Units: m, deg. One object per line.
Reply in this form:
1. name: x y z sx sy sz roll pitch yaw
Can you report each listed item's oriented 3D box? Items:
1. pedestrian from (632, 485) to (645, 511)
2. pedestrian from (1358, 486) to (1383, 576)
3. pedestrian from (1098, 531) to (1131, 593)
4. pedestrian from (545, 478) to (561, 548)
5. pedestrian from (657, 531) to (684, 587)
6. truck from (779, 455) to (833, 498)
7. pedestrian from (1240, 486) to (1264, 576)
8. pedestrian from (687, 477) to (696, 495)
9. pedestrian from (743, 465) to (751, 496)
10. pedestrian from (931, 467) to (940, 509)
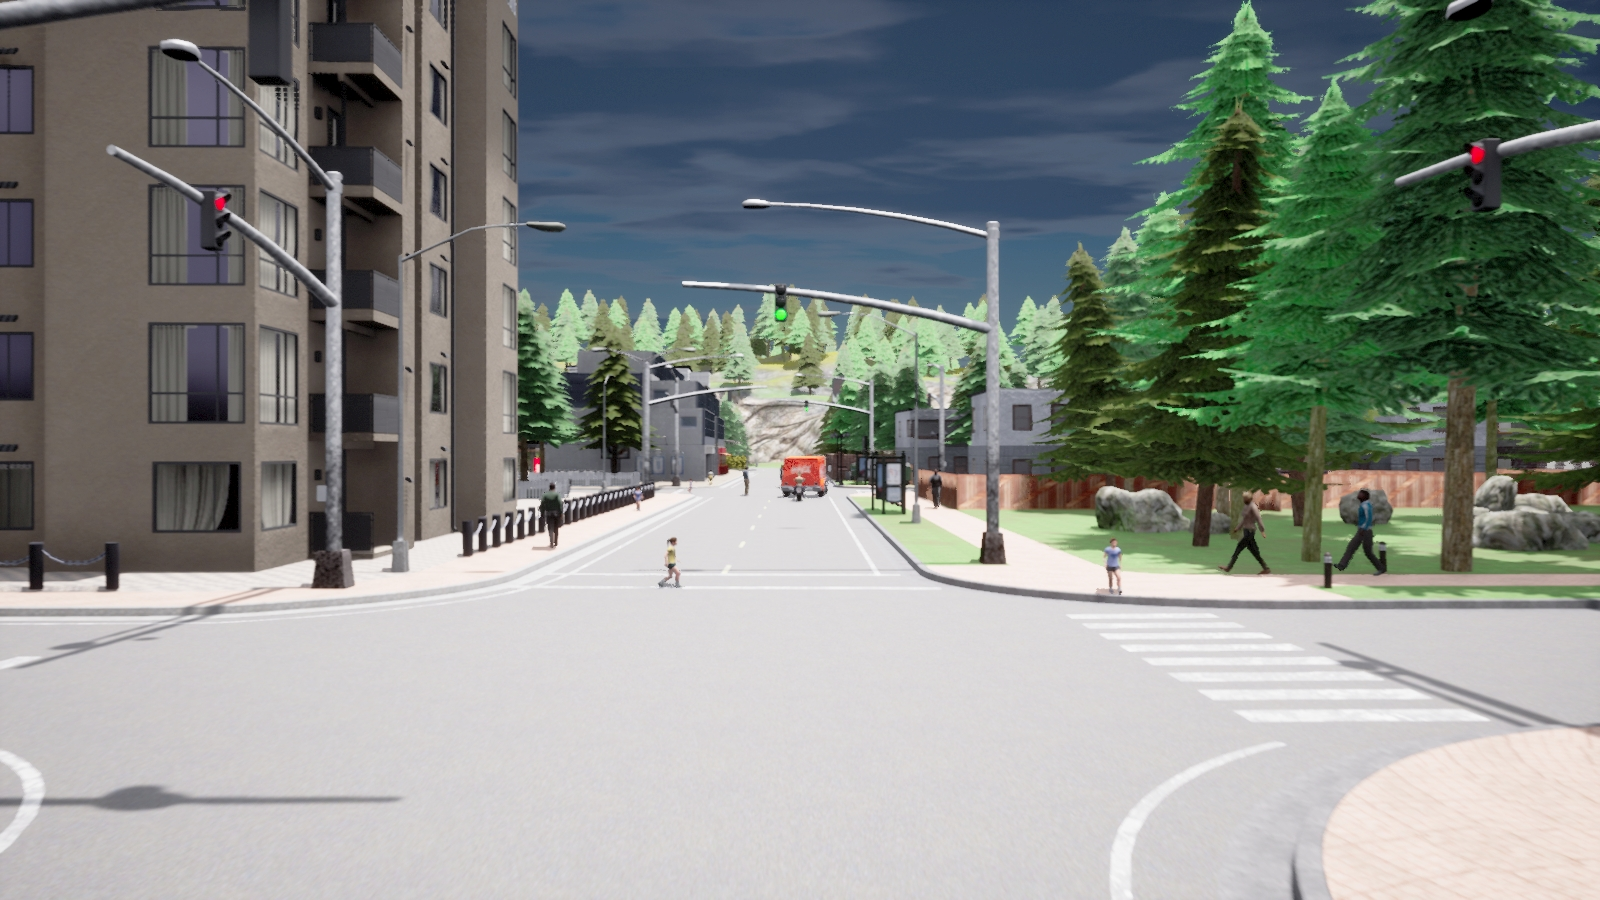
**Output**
1. pedestrian: -7.080 2.096 50.035 0.500 1.100 0.500 0 0 -2
2. pedestrian: 11.891 1.680 23.817 0.375 1.860 0.375 0 0 9
3. pedestrian: 5.808 2.069 21.132 0.500 1.100 0.500 0 0 3
4. pedestrian: -6.657 1.700 30.790 0.375 1.860 0.375 0 0 -5
5. pedestrian: -2.643 2.227 23.356 0.500 1.100 0.500 0 0 -1
6. truck: 0.448 1.606 70.860 2.627 2.467 5.204 0 1 9
7. pedestrian: 9.475 1.681 23.937 0.375 1.860 0.375 0 0 6
8. pedestrian: -6.775 2.267 71.388 0.500 1.100 0.500 0 0 -3
9. pedestrian: -3.271 1.880 70.525 0.375 1.860 0.375 0 0 -23
10. pedestrian: 6.132 1.714 51.576 0.375 1.860 0.375 0 0 0
